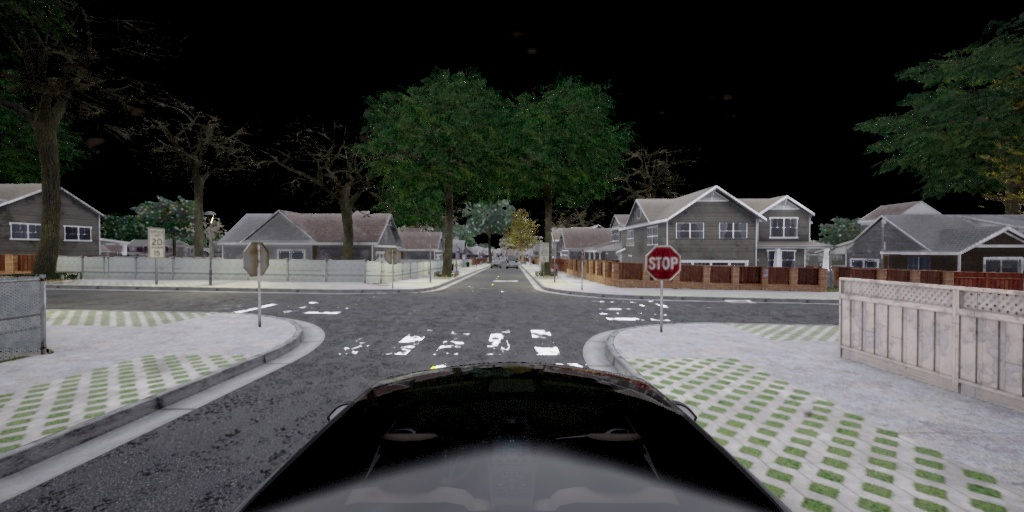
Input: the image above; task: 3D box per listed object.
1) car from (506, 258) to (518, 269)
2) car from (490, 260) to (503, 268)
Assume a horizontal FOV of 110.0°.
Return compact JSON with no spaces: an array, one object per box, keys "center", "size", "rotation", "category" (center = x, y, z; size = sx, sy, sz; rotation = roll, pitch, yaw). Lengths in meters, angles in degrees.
[{"center":[0.015,1.424,57.798],"size":[1.994,1.385,4.181],"rotation":[0,0,0],"category":"car"},{"center":[-2.734,1.381,62.396],"size":[1.837,1.490,4.892],"rotation":[0,0,0],"category":"car"}]
